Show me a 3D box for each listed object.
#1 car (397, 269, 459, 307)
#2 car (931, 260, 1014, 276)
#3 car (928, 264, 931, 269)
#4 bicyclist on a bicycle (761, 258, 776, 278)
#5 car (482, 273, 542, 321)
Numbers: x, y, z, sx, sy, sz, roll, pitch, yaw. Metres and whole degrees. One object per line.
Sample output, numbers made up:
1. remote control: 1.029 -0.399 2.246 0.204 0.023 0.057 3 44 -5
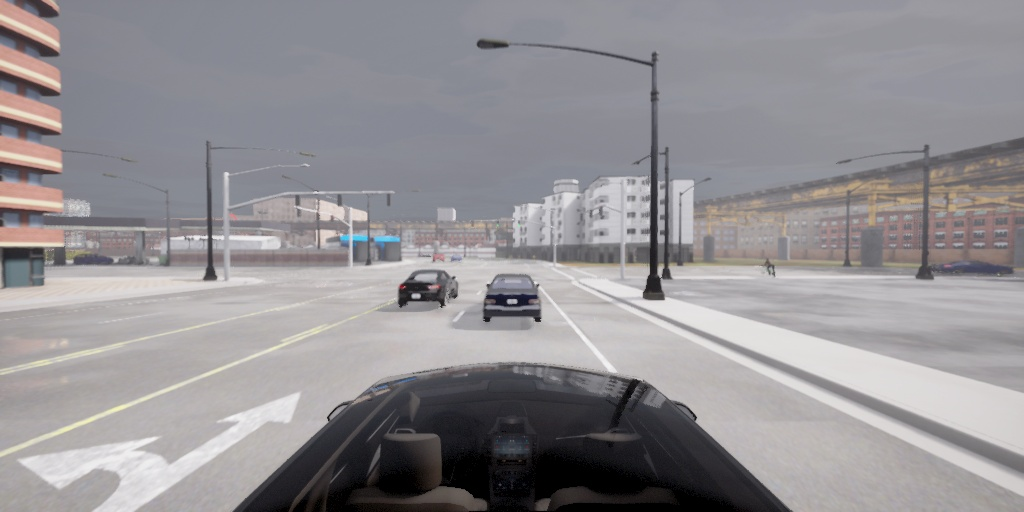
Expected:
1. car: -3.448 1.272 15.267 1.812 1.442 4.674 0 0 0
2. car: 44.675 1.130 34.667 4.674 1.442 1.812 0 1 27
3. car: 46.940 1.157 37.551 4.718 1.301 1.895 1 1 32
4. bicyclist on a bicycle: 21.344 0.989 29.841 0.582 1.620 1.656 0 1 -1
5. car: 0.025 1.301 12.431 2.033 1.411 5.357 0 0 1
